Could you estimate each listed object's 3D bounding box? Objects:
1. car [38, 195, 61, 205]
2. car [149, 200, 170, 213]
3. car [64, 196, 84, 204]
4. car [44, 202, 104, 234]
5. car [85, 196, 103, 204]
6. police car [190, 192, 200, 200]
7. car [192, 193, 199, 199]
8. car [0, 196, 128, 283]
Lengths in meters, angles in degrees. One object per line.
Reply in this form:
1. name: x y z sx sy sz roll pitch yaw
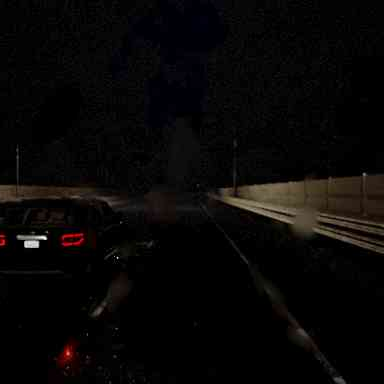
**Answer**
1. car: -24.566 1.351 57.579 1.882 1.535 5.008 0 0 1
2. car: -3.422 1.524 35.638 1.895 1.301 4.718 0 0 0
3. car: -21.056 1.470 59.525 1.895 1.301 4.718 0 0 1
4. car: -6.913 1.434 20.143 1.882 1.535 5.008 0 0 0
5. car: -17.565 1.395 59.635 1.812 1.442 4.674 0 0 1
6. police car: 0.998 1.234 84.978 1.930 1.638 5.238 0 0 0
7. car: 0.992 1.226 95.057 1.801 1.575 5.366 0 0 0
8. car: -3.406 1.200 9.752 2.150 2.045 5.566 0 0 0
